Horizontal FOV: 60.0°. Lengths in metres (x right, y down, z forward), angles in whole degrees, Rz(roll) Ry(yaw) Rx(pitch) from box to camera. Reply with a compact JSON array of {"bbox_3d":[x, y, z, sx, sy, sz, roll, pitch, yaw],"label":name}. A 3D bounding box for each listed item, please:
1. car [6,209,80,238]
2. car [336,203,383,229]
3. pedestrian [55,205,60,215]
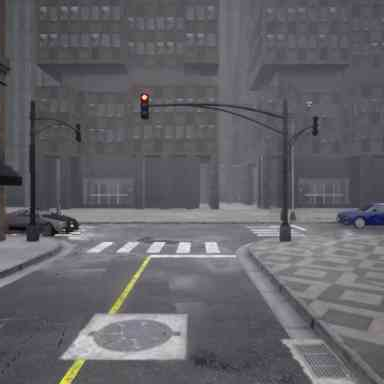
[{"bbox_3d":[-8.142,1.571,17.504,4.181,1.385,1.994,0,0,10],"label":"car"},{"bbox_3d":[11.810,1.458,21.085,5.008,1.535,1.882,0,0,1],"label":"car"},{"bbox_3d":[-9.819,1.531,24.377,0.500,1.100,0.500,0,0,1],"label":"pedestrian"}]
